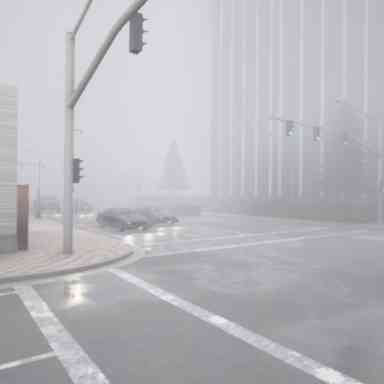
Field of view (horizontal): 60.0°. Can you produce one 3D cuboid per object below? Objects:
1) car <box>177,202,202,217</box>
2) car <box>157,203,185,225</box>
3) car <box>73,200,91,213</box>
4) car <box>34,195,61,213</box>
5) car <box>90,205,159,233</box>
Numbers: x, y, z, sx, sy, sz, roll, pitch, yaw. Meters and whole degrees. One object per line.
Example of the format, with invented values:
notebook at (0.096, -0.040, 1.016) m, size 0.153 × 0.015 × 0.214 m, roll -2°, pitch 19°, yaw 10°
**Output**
car at (-1.031, 1.782, 34.808) m, size 1.882 × 1.535 × 5.008 m, roll 1°, pitch -1°, yaw -36°
car at (-3.100, 1.750, 25.504) m, size 2.033 × 1.411 × 5.357 m, roll 1°, pitch 0°, yaw -36°
car at (-13.568, 1.694, 40.232) m, size 2.128 × 1.511 × 4.902 m, roll 1°, pitch -1°, yaw -35°
car at (-17.106, 1.384, 39.186) m, size 2.150 × 2.045 × 5.566 m, roll 1°, pitch -1°, yaw -35°
car at (-4.519, 1.707, 21.474) m, size 2.033 × 1.411 × 5.357 m, roll 1°, pitch 0°, yaw -36°
